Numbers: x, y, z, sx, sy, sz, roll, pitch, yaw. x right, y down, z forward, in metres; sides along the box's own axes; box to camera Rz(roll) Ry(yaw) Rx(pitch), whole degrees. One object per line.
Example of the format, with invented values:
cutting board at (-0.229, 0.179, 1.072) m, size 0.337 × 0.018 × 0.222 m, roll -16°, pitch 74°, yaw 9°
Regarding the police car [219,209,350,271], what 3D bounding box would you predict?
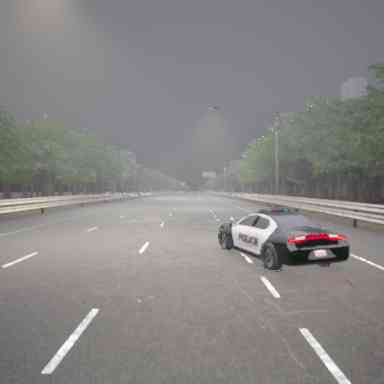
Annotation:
police car at (2.461, 1.330, 10.615) m, size 2.038 × 1.542 × 4.974 m, roll -1°, pitch 1°, yaw -18°
